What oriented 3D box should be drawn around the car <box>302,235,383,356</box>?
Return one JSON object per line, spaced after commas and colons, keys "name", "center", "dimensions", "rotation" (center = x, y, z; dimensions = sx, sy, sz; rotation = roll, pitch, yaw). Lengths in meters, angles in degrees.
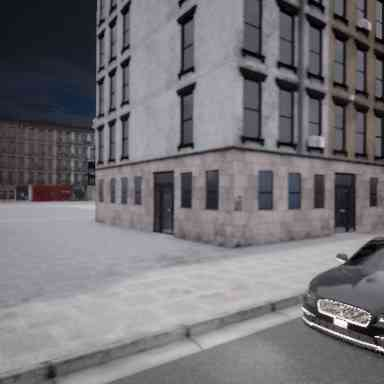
{"name": "car", "center": [3.978, 1.534, 5.899], "dimensions": [4.892, 1.490, 1.837], "rotation": [1, 0, -36]}
